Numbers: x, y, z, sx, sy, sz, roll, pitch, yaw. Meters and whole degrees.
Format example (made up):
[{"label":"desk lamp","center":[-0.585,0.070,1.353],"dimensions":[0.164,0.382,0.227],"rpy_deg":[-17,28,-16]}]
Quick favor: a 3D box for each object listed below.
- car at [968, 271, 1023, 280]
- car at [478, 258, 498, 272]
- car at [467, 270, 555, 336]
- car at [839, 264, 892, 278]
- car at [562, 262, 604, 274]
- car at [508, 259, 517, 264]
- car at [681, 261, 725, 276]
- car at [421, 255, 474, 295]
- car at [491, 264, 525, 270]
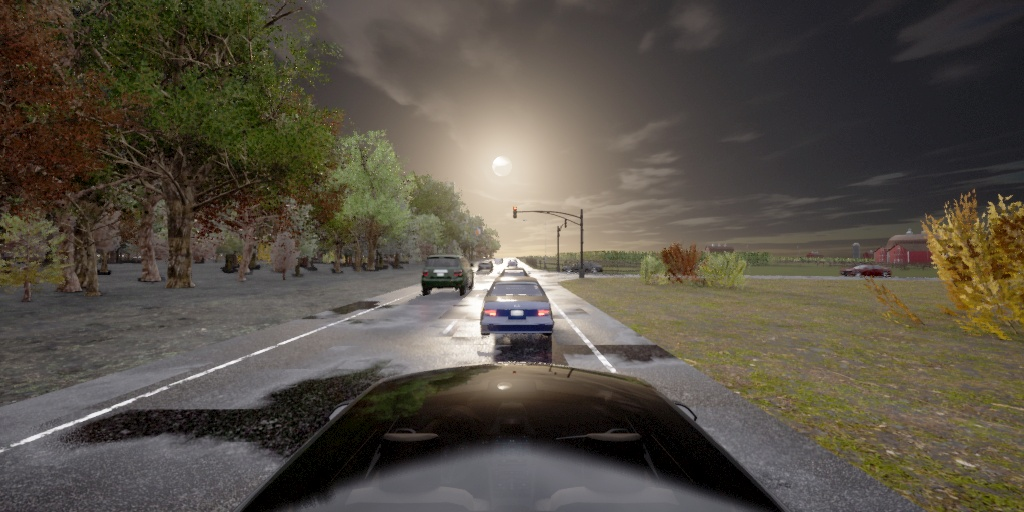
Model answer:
[{"label":"car","center":[51.436,1.910,37.965],"dimensions":[4.718,1.301,1.895],"rpy_deg":[1,-1,1]},{"label":"car","center":[-3.380,1.249,46.858],"dimensions":[2.128,1.511,4.902],"rpy_deg":[0,0,0]},{"label":"car","center":[0.105,1.300,10.396],"dimensions":[2.033,1.411,5.357],"rpy_deg":[0,0,0]},{"label":"car","center":[40.954,1.732,41.637],"dimensions":[5.008,1.535,1.882],"rpy_deg":[1,-1,0]},{"label":"car","center":[8.445,1.424,42.935],"dimensions":[4.892,1.490,1.837],"rpy_deg":[1,0,16]},{"label":"car","center":[0.095,1.301,64.970],"dimensions":[2.033,1.411,5.357],"rpy_deg":[0,0,0]},{"label":"car","center":[22.232,1.405,41.746],"dimensions":[4.553,1.767,2.097],"rpy_deg":[1,-1,0]},{"label":"car","center":[-3.393,0.975,19.718],"dimensions":[2.150,2.045,5.566],"rpy_deg":[0,0,0]},{"label":"car","center":[0.114,1.318,19.638],"dimensions":[1.994,1.385,4.181],"rpy_deg":[0,0,0]}]
